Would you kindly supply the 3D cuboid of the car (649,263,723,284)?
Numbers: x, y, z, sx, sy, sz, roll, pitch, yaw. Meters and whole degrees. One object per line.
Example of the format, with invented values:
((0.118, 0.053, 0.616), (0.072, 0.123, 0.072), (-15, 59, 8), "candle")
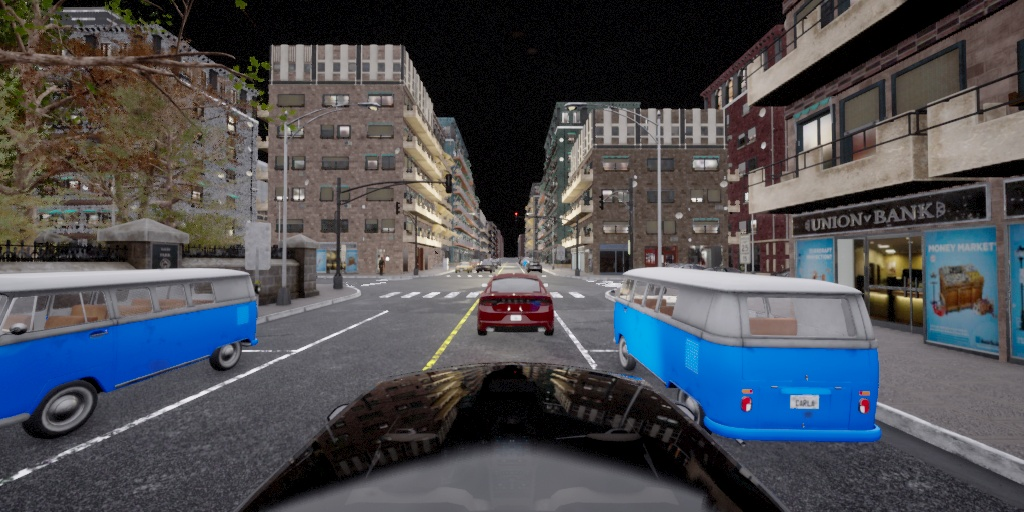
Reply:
((13.772, 1.364, 28.667), (4.902, 1.511, 2.128), (0, -1, 1), "car")

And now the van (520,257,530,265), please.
((2.640, 1.112, 59.990), (1.690, 1.789, 3.998), (0, 0, 0), "van")

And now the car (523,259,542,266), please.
((2.655, 1.330, 43.063), (1.948, 1.339, 4.313), (0, 0, 0), "car")

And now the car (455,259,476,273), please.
((-5.725, 1.290, 42.885), (1.751, 1.417, 4.829), (0, 0, 0), "car")

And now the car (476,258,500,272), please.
((-3.104, 1.312, 43.495), (2.033, 1.411, 5.357), (0, 0, 4), "car")

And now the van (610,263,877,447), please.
((2.655, 1.092, 5.116), (1.690, 1.789, 3.998), (0, 0, 0), "van")

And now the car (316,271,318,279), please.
((-16.626, 1.139, 25.794), (4.902, 1.511, 2.128), (0, -1, 1), "car")

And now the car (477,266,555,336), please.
((0.090, 1.230, 10.475), (1.882, 1.535, 5.008), (0, 0, 0), "car")

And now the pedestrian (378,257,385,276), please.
((-12.568, 0.968, 34.491), (0.375, 1.860, 0.375), (0, -1, 1), "pedestrian")

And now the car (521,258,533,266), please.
((2.650, 1.317, 48.705), (2.007, 1.370, 4.403), (0, 0, 0), "car")

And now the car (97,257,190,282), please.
((-26.485, 0.947, 25.905), (4.553, 1.767, 2.097), (0, -1, 1), "car")

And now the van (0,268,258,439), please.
((-5.659, 1.092, 5.110), (1.690, 1.789, 3.998), (0, 0, 0), "van")
